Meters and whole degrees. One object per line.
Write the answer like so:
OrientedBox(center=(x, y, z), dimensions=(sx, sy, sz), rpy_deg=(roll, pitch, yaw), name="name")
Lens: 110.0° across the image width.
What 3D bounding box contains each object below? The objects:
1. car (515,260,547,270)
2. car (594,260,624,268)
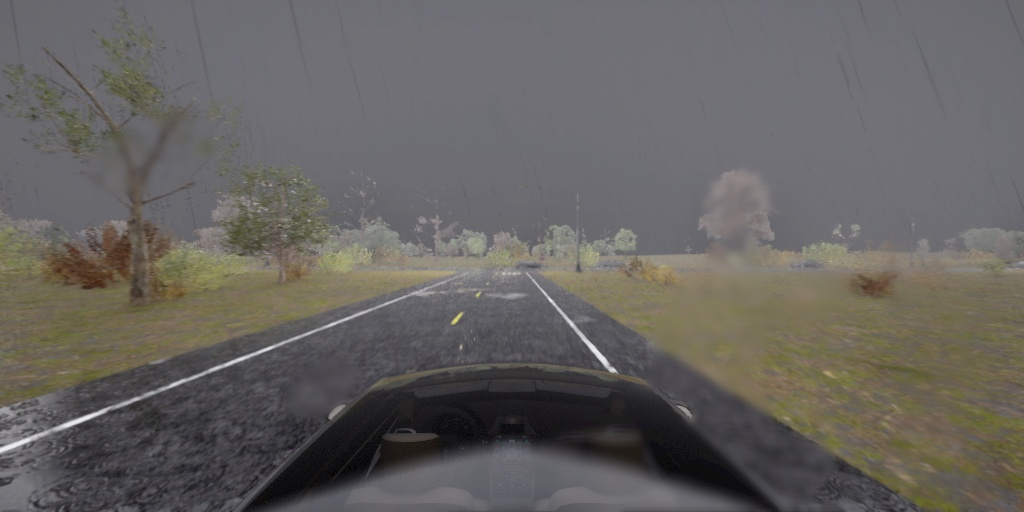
OrientedBox(center=(2.812, 1.296, 53.080), dimensions=(4.674, 1.442, 1.812), rpy_deg=(0, 0, -1), name="car")
OrientedBox(center=(16.326, 1.346, 60.471), dimensions=(4.902, 1.511, 2.128), rpy_deg=(-1, 0, -2), name="car")
